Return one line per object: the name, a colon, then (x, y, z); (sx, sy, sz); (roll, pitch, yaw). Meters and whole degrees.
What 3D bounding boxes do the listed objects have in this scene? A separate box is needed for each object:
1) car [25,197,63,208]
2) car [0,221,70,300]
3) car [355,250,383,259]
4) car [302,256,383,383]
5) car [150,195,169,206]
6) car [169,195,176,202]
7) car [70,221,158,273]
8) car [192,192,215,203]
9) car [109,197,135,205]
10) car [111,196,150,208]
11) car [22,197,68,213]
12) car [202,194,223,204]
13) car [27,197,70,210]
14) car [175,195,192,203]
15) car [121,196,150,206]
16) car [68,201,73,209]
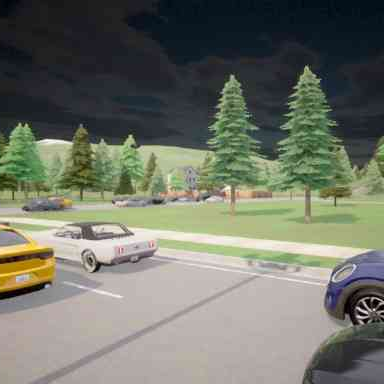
car: (-21.247, 1.525, 47.837); (1.812, 1.442, 4.674); (0, 0, 36)
car: (-5.215, 1.478, 7.698); (5.008, 1.535, 1.882); (0, 0, 35)
car: (4.499, 1.352, 5.067); (4.553, 1.767, 2.097); (0, 0, 36)
car: (3.102, 1.505, 1.762); (4.892, 1.490, 1.837); (0, 0, 35)
car: (-6.577, 1.351, 56.052); (2.097, 1.767, 4.553); (0, 0, 36)
car: (-3.809, 1.457, 71.561); (2.128, 1.511, 4.902); (0, 0, 36)
car: (-3.433, 1.601, 10.728); (4.718, 1.301, 1.895); (0, 0, 35)
car: (3.011, 1.031, 69.032); (2.150, 2.045, 5.566); (0, 0, 36)
car: (-12.531, 1.562, 59.753); (1.994, 1.385, 4.181); (0, 0, 36)
car: (-8.641, 1.600, 47.302); (1.895, 1.301, 4.718); (0, 0, 36)
car: (-16.381, 1.564, 36.691); (1.994, 1.385, 4.181); (0, 0, 36)
car: (4.436, 1.525, 65.092); (1.812, 1.442, 4.674); (0, 0, 37)
car: (-19.188, 1.492, 44.725); (2.128, 1.511, 4.902); (0, 0, 36)
car: (-0.772, 1.544, 69.786); (1.895, 1.301, 4.718); (0, 0, 36)
car: (-9.712, 1.493, 57.690); (2.128, 1.511, 4.902); (0, 0, 36)
car: (-17.313, 1.477, 41.358); (1.882, 1.535, 5.008); (0, 0, 36)
